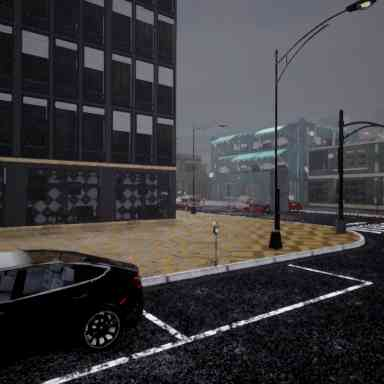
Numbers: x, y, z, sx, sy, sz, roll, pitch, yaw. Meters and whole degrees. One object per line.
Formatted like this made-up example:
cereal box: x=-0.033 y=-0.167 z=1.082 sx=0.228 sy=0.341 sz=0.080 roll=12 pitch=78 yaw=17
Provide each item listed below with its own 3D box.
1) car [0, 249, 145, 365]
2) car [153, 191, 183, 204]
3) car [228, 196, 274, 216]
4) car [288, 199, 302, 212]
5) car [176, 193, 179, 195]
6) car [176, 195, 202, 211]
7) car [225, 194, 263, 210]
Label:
car: x=-2.753 y=1.566 z=4.592 sx=4.313 sy=1.339 sz=1.947 roll=0 pitch=0 yaw=-35
car: x=-3.831 y=0.793 z=52.060 sx=2.192 sy=1.841 sz=5.009 roll=1 pitch=0 yaw=-36
car: x=5.278 y=1.308 z=29.808 sx=1.994 sy=1.385 sz=4.181 roll=0 pitch=0 yaw=-36
car: x=9.273 y=1.340 z=34.163 sx=1.802 sy=1.307 sz=4.206 roll=1 pitch=0 yaw=-36
car: x=-1.811 y=1.141 z=39.488 sx=2.033 sy=1.411 sz=5.357 roll=0 pitch=1 yaw=-36
car: x=-0.765 y=1.230 z=33.686 sx=1.802 sy=1.307 sz=4.206 roll=1 pitch=0 yaw=-36
car: x=5.997 y=1.130 z=38.639 sx=1.967 sy=1.590 sz=4.097 roll=1 pitch=0 yaw=-36
